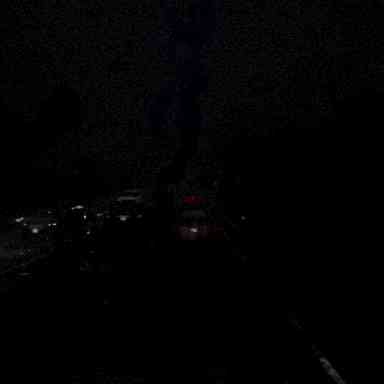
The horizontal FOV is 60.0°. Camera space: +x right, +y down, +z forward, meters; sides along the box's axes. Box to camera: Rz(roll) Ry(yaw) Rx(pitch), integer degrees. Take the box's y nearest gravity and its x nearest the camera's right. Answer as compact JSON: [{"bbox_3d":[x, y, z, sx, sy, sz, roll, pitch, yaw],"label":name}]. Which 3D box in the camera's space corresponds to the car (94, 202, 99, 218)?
[{"bbox_3d":[-7.092,1.469,27.599,1.837,1.490,4.892,0,1,0],"label":"car"}]

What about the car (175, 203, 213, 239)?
[{"bbox_3d":[0.086,1.524,17.155,1.812,1.442,4.674,0,0,0],"label":"car"}]

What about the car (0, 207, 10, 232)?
[{"bbox_3d":[-10.601,1.547,18.126,2.033,1.411,5.357,0,0,0],"label":"car"}]

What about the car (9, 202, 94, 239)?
[{"bbox_3d":[-7.099,1.490,17.508,2.128,1.511,4.902,0,0,0],"label":"car"}]

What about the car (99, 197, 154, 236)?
[{"bbox_3d":[-3.401,1.351,18.595,2.097,1.767,4.553,0,0,0],"label":"car"}]

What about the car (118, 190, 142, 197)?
[{"bbox_3d":[-7.046,0.823,37.909,2.150,2.045,5.566,0,3,0],"label":"car"}]

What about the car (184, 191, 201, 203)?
[{"bbox_3d":[0.099,0.686,43.081,2.097,1.767,4.553,0,3,0],"label":"car"}]

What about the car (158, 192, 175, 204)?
[{"bbox_3d":[-3.399,0.736,44.566,1.882,1.535,5.008,0,3,0],"label":"car"}]

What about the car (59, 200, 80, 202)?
[{"bbox_3d":[-10.587,1.458,28.284,1.837,1.490,4.892,0,1,0],"label":"car"}]

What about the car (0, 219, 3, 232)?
[{"bbox_3d":[-7.100,1.601,8.347,1.895,1.301,4.718,0,0,0],"label":"car"}]
